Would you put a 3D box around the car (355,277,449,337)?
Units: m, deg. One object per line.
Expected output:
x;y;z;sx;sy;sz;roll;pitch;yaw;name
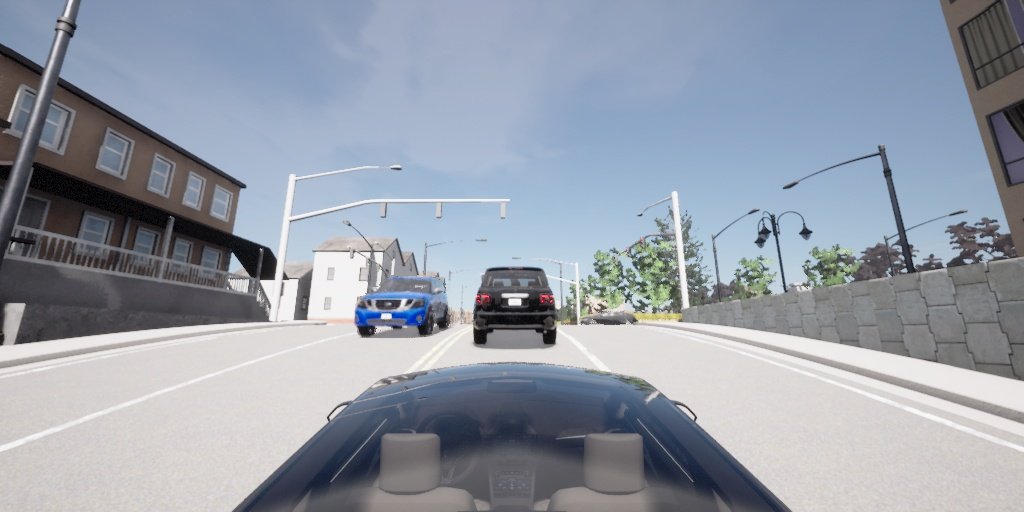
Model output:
-3.702;1.766;13.189;2.150;2.045;5.566;0;-8;-1;car

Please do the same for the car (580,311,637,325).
8.549;5.689;31.900;4.902;1.511;2.128;-1;-12;4;car

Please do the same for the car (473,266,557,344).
0.080;1.517;11.187;2.150;2.045;5.566;0;-7;0;car
